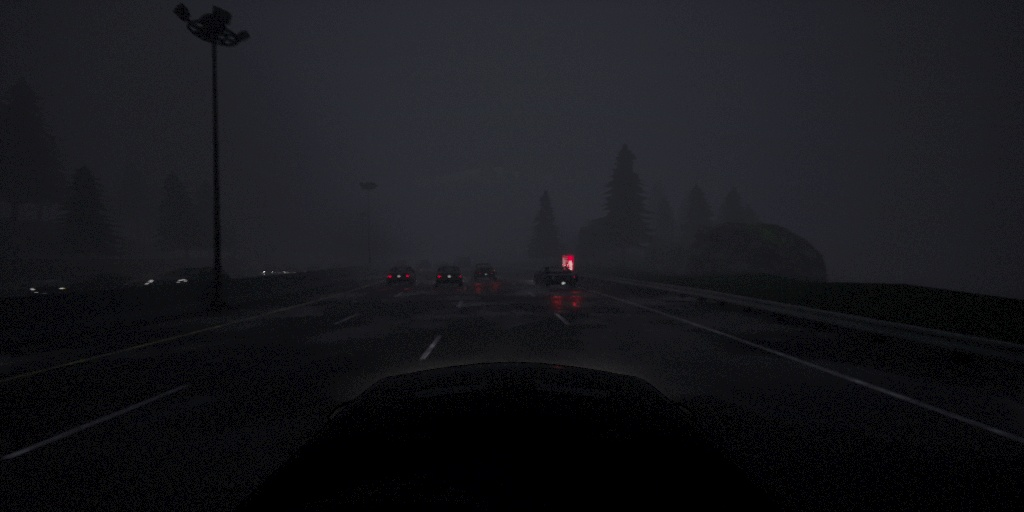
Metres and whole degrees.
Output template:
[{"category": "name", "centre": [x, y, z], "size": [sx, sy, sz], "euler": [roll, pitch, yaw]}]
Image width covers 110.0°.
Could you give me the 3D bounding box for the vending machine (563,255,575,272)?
[{"category": "vending machine", "centre": [5.489, 0.866, 34.669], "size": [1.100, 2.100, 0.880], "euler": [0, 0, -11]}]

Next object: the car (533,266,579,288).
[{"category": "car", "centre": [2.705, 1.313, 23.366], "size": [1.895, 1.301, 4.718], "euler": [-1, 0, -9]}]

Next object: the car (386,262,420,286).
[{"category": "car", "centre": [-8.260, 1.434, 26.931], "size": [2.033, 1.411, 5.357], "euler": [-1, 0, -12]}]

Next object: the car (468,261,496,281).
[{"category": "car", "centre": [-2.544, 1.323, 31.416], "size": [1.812, 1.442, 4.674], "euler": [-1, 0, -11]}]

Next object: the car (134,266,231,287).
[{"category": "car", "centre": [-18.855, 1.404, 21.120], "size": [2.097, 1.767, 4.553], "euler": [-1, 0, -7]}]

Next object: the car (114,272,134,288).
[{"category": "car", "centre": [-22.707, 1.641, 23.536], "size": [1.812, 1.442, 4.674], "euler": [-1, 0, -9]}]

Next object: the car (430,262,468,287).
[{"category": "car", "centre": [-4.549, 1.375, 25.663], "size": [2.033, 1.411, 5.357], "euler": [-1, 0, -11]}]

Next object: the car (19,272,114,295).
[{"category": "car", "centre": [-26.029, 1.715, 22.301], "size": [2.033, 1.411, 5.357], "euler": [-1, 0, -8]}]

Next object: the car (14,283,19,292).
[{"category": "car", "centre": [-29.883, 1.830, 24.263], "size": [1.895, 1.301, 4.718], "euler": [-1, 0, -9]}]
